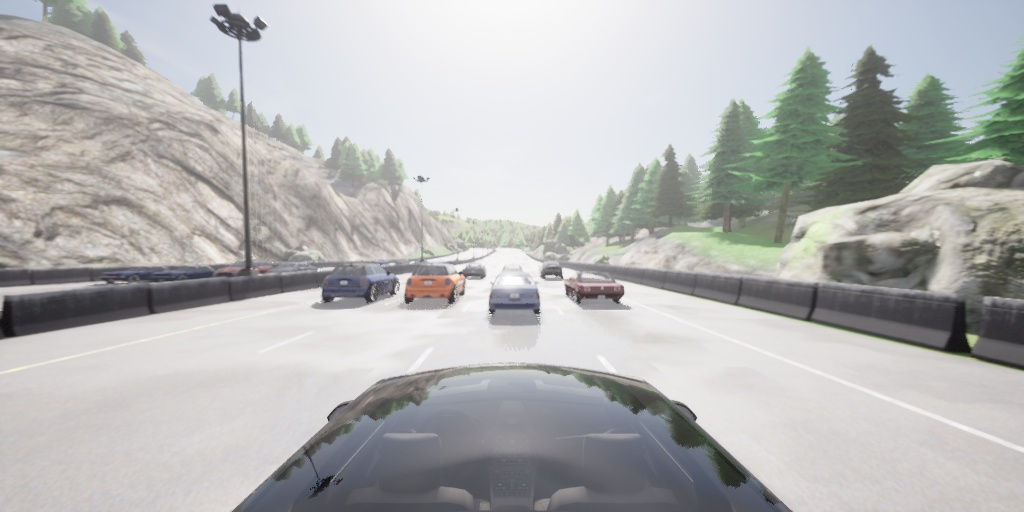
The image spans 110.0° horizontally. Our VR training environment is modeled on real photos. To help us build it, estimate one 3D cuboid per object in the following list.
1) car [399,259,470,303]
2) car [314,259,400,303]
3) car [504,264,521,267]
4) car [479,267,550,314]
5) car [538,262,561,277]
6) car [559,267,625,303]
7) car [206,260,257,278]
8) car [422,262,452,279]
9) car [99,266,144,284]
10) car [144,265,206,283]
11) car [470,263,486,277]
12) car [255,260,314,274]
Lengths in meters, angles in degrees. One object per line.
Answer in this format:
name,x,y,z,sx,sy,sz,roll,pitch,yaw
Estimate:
car,-3.424,1.115,16.773,2.097,1.767,4.553,0,0,0
car,-6.924,1.118,16.895,2.097,1.767,4.553,0,0,0
car,0.056,1.371,31.944,1.895,1.301,4.718,0,0,0
car,0.082,1.305,13.831,2.033,1.411,5.357,0,0,0
car,3.554,1.273,33.223,1.837,1.490,4.892,0,0,0
car,3.579,1.358,16.520,1.895,1.301,4.718,0,0,0
car,-21.134,1.135,28.507,2.097,1.767,4.553,0,0,0
car,-6.947,1.340,33.713,1.994,1.385,4.181,0,0,0
car,-28.134,1.388,27.389,1.895,1.301,4.718,0,0,0
car,-24.634,1.386,27.430,1.895,1.301,4.718,0,0,0
car,-3.447,1.338,33.708,1.994,1.385,4.181,0,0,0
car,-17.634,1.272,28.788,2.128,1.511,4.902,0,0,0
